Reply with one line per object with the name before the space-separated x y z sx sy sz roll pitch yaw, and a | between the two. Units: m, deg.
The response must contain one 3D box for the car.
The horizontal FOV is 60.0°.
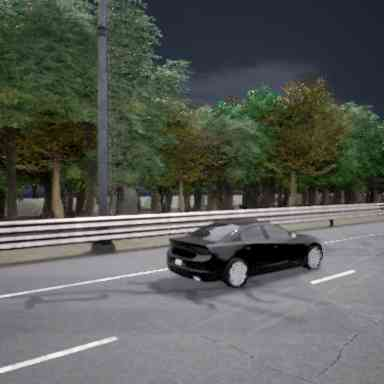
car | 1.673 1.505 9.349 5.008 1.535 1.882 0 0 -36
